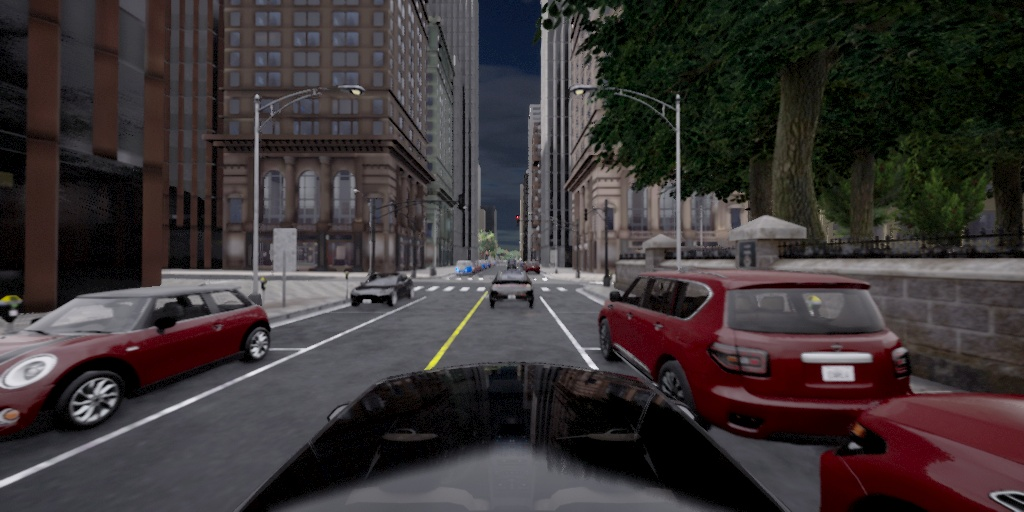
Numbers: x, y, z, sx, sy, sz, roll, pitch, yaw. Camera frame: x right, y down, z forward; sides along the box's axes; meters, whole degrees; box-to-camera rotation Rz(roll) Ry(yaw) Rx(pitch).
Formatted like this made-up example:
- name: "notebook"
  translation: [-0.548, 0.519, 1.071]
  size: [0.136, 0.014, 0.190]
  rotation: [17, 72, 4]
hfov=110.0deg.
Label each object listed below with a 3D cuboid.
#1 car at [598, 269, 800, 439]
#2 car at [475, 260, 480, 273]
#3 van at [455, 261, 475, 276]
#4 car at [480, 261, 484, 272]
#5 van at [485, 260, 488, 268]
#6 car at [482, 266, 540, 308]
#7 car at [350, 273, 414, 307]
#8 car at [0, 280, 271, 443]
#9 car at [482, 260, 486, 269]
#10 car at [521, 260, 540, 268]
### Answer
- name: "car"
  translation: [2.761, 1.099, 5.418]
  size: [2.192, 1.841, 5.009]
  rotation: [0, 0, 0]
- name: "car"
  translation: [-5.791, 1.630, 48.546]
  size: [1.967, 1.591, 4.097]
  rotation: [0, 0, 0]
- name: "van"
  translation: [-5.787, 1.477, 43.105]
  size: [1.690, 1.789, 3.998]
  rotation: [0, 0, 0]
- name: "car"
  translation: [-5.794, 1.791, 53.986]
  size: [1.888, 1.381, 4.507]
  rotation: [0, 0, 0]
- name: "van"
  translation: [-5.801, 1.700, 64.868]
  size: [1.690, 1.789, 3.998]
  rotation: [0, 0, 0]
- name: "car"
  translation: [-0.003, 1.373, 16.148]
  size: [2.128, 1.511, 4.902]
  rotation: [0, 0, 0]
- name: "car"
  translation: [-5.771, 1.449, 16.449]
  size: [1.948, 1.339, 4.313]
  rotation: [0, 0, 0]
- name: "car"
  translation: [-5.764, 1.224, 5.402]
  size: [1.967, 1.591, 4.097]
  rotation: [0, 0, 0]
- name: "car"
  translation: [-5.797, 1.868, 59.427]
  size: [1.948, 1.339, 4.313]
  rotation: [0, 0, 0]
- name: "car"
  translation: [2.735, 1.505, 48.560]
  size: [2.192, 1.841, 5.009]
  rotation: [0, 0, 0]
